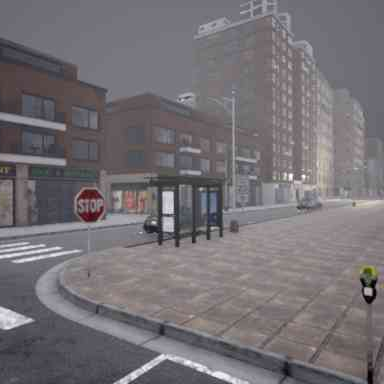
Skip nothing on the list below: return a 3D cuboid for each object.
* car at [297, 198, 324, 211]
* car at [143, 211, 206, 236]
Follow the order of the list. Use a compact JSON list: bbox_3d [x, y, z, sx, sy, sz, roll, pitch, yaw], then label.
[{"bbox_3d":[13.993,1.451,39.253,2.033,1.411,5.357,0,0,35],"label":"car"},{"bbox_3d":[-0.750,1.516,18.350,1.994,1.385,4.181,0,0,35],"label":"car"}]
